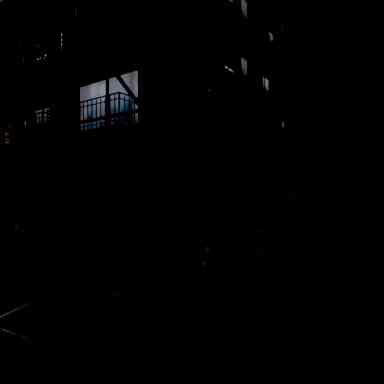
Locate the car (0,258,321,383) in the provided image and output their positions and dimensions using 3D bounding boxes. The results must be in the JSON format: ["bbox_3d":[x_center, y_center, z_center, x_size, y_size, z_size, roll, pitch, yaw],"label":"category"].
[{"bbox_3d":[-0.892,1.566,3.510,4.313,1.339,1.947,0,0,35],"label":"car"}]
